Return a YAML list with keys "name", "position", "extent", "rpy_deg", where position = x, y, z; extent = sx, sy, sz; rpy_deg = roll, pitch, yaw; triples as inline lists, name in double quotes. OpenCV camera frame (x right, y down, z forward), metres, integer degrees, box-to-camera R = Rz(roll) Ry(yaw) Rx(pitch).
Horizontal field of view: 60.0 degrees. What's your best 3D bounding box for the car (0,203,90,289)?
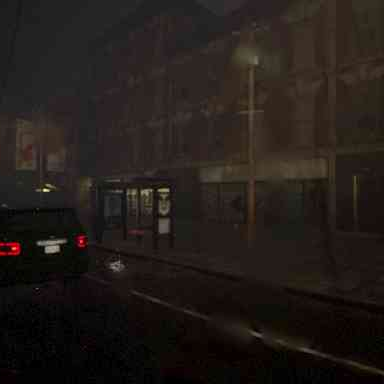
- name: "car"
  position: [-4.835, 1.309, 8.880]
  extent: [5.566, 2.045, 2.150]
  rpy_deg: [-1, -1, 45]
